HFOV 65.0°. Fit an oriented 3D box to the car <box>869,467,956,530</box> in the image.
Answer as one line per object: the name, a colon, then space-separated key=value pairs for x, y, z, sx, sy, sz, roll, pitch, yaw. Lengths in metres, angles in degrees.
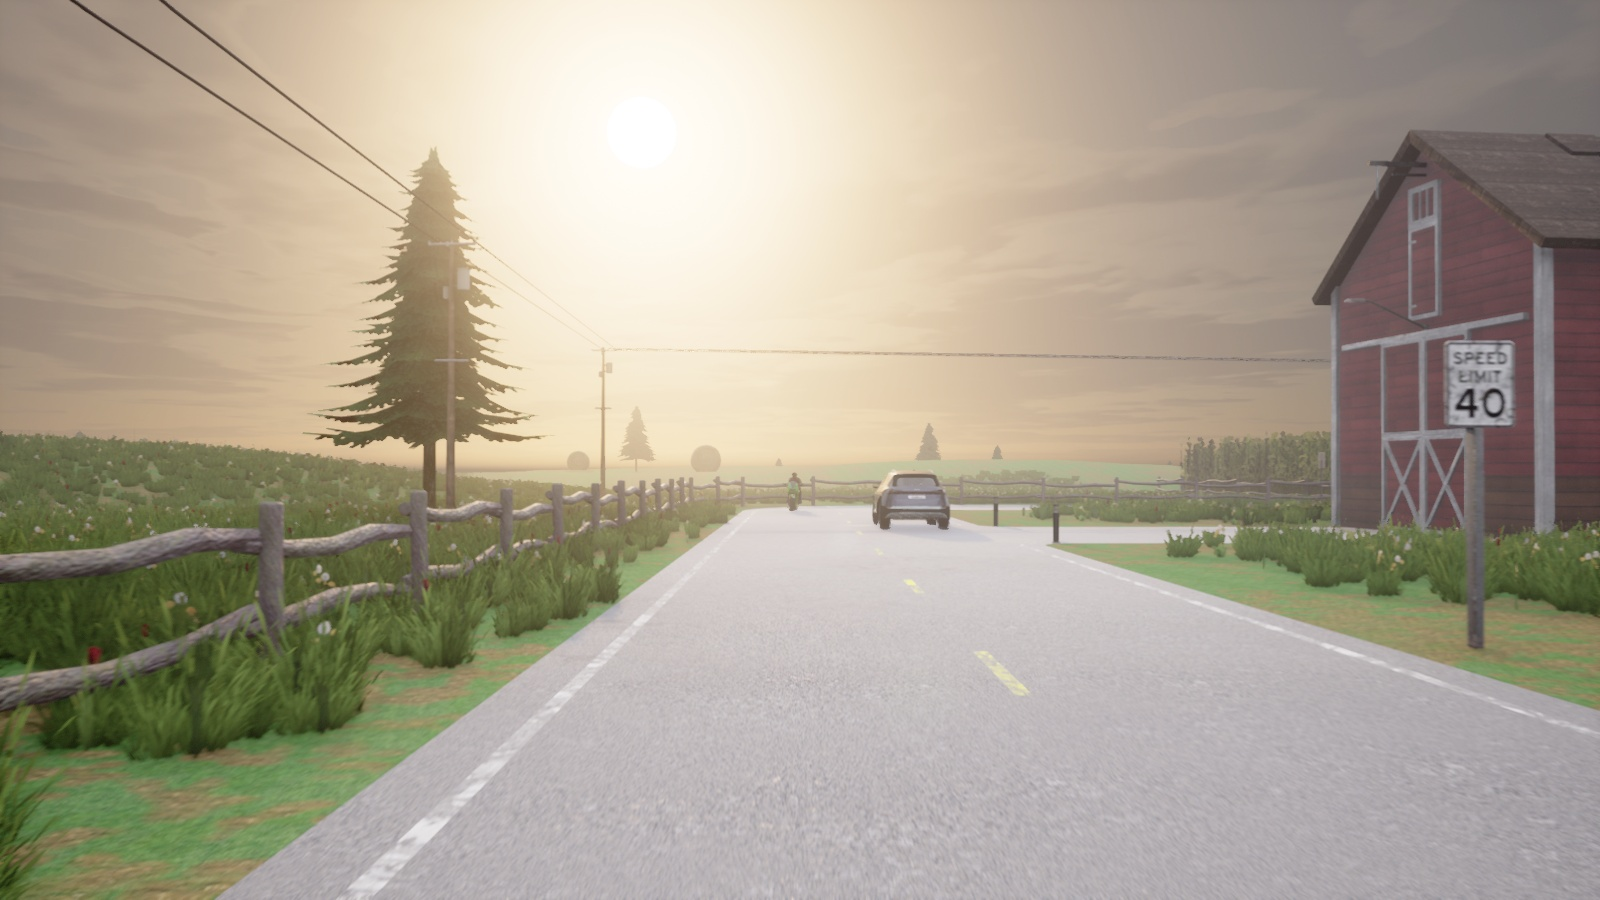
car: x=3.113 y=1.331 z=35.763 sx=2.033 sy=1.649 sz=4.856 roll=0 pitch=-1 yaw=0

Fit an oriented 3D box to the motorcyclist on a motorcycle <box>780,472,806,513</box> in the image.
motorcyclist on a motorcycle: x=-0.245 y=1.606 z=48.240 sx=0.797 sy=1.523 sz=2.044 roll=2 pitch=-1 yaw=4
